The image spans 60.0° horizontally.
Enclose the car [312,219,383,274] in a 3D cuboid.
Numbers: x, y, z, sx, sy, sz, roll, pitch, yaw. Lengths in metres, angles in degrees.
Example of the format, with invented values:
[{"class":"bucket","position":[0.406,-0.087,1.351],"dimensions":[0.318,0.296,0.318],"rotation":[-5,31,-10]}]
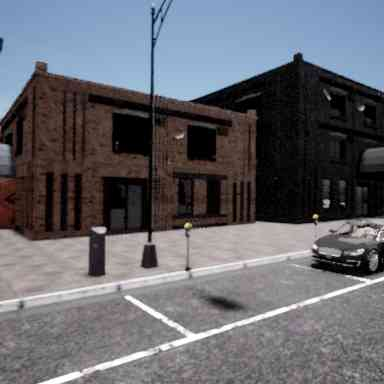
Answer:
[{"class":"car","position":[5.593,1.553,10.535],"dimensions":[4.403,1.369,2.008],"rotation":[0,1,-35]}]
